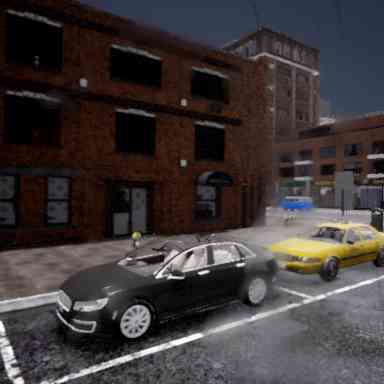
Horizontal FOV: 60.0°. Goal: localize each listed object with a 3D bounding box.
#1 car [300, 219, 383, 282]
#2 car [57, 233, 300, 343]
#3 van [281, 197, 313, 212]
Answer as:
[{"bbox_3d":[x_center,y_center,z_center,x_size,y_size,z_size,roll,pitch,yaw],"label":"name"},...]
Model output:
[{"bbox_3d":[4.179,1.488,9.694,4.829,1.417,1.752,0,1,-35],"label":"car"},{"bbox_3d":[-0.213,1.537,6.352,4.403,1.369,2.008,0,1,-35],"label":"car"},{"bbox_3d":[12.867,1.506,40.778,1.690,1.788,3.998,0,-1,-35],"label":"van"}]
